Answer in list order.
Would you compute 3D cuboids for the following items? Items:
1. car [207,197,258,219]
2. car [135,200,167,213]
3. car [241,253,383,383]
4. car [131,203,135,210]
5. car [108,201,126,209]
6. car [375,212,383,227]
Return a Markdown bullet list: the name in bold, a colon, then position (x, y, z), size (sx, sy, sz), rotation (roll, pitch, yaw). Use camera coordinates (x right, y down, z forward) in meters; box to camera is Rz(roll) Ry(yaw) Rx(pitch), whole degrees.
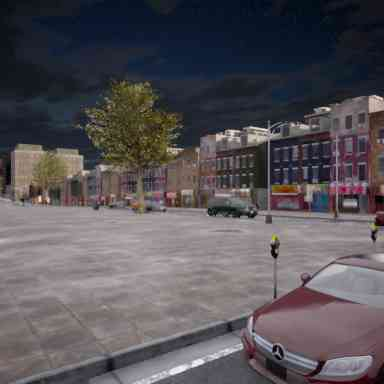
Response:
- **car**: position (3.671, 1.486, 31.597), size (2.150, 2.045, 5.566), rotation (0, -1, -36)
- **car**: position (-5.132, 1.999, 43.907), size (2.128, 1.511, 4.902), rotation (0, -1, -35)
- **car**: position (2.572, 1.582, 4.638), size (4.206, 1.307, 1.802), rotation (0, 0, -35)
- **car**: position (-7.951, 2.040, 52.868), size (2.097, 1.767, 4.553), rotation (0, -1, -36)
- **car**: position (-13.826, 2.396, 61.054), size (2.128, 1.511, 4.902), rotation (0, -1, -35)
- **car**: position (12.992, 1.548, 18.587), size (1.882, 1.535, 5.008), rotation (0, -1, -36)
